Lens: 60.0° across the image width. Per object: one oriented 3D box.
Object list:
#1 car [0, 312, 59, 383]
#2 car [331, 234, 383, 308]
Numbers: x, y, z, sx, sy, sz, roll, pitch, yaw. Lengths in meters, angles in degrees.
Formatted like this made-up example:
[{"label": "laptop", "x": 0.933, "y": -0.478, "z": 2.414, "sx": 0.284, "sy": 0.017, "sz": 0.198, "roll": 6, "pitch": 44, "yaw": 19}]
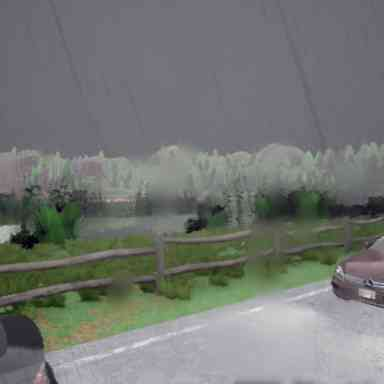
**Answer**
[{"label": "car", "x": -3.161, "y": 1.492, "z": 1.379, "sx": 4.902, "sy": 1.511, "sz": 2.128, "roll": 0, "pitch": 0, "yaw": -36}, {"label": "car", "x": 4.965, "y": 1.526, "z": 7.218, "sx": 4.674, "sy": 1.442, "sz": 1.812, "roll": 0, "pitch": 0, "yaw": -36}]
